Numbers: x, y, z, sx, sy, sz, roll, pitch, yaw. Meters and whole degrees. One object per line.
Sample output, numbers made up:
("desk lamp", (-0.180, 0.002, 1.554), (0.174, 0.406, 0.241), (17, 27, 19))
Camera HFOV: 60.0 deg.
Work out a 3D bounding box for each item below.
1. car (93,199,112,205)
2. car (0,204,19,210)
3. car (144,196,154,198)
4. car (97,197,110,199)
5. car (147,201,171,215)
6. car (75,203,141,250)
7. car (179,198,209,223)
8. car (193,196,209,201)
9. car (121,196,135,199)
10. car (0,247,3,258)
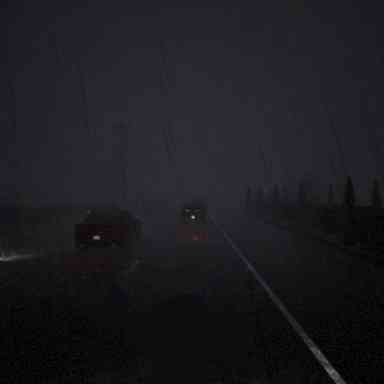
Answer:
("car", (-6.910, 1.534, 26.606), (2.033, 1.411, 5.357), (0, 0, 0))
("car", (-14.104, 1.536, 23.517), (2.033, 1.411, 5.357), (0, 0, 0))
("car", (-8.266, 1.527, 64.122), (1.994, 1.385, 4.181), (0, 0, 19))
("car", (-16.513, 1.532, 61.316), (1.994, 1.385, 4.181), (0, 0, 17))
("car", (-3.275, 1.584, 33.911), (1.895, 1.301, 4.718), (0, 0, 2))
("car", (-3.409, 1.471, 14.338), (1.882, 1.535, 5.008), (0, 0, 0))
("car", (0.089, 1.492, 25.673), (1.837, 1.490, 4.892), (0, 0, 0))
("car", (0.979, 1.331, 41.882), (2.097, 1.767, 4.553), (0, 0, 7))
("car", (-12.316, 1.494, 63.106), (1.812, 1.442, 4.674), (0, 0, 18))
("car", (-6.905, 1.560, 8.665), (1.994, 1.385, 4.181), (0, 0, 0))
